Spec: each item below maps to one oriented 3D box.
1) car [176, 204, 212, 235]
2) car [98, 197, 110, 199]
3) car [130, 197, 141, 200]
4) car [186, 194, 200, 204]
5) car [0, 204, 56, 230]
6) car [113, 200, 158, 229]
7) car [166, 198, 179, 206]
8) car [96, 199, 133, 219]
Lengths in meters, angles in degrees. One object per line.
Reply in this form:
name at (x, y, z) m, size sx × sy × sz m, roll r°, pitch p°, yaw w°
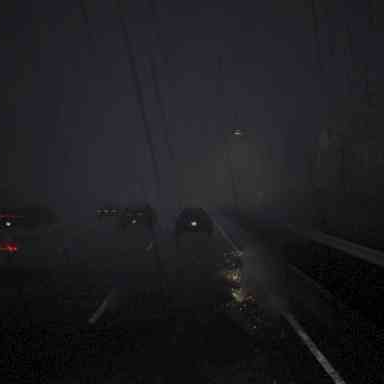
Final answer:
car at (0.103, 1.601, 19.191) m, size 1.994 × 1.385 × 4.181 m, roll 0°, pitch 0°, yaw 0°
car at (-13.893, 1.608, 52.899) m, size 1.837 × 1.490 × 4.892 m, roll 0°, pitch 0°, yaw 0°
car at (-10.393, 1.595, 61.017) m, size 1.882 × 1.535 × 5.008 m, roll 0°, pitch 0°, yaw 0°
car at (0.107, 1.329, 55.972) m, size 2.150 × 2.045 × 5.566 m, roll 0°, pitch 0°, yaw 0°
car at (-10.396, 1.548, 21.332) m, size 1.837 × 1.490 × 4.892 m, roll 0°, pitch 0°, yaw 0°
car at (-3.397, 1.535, 21.968) m, size 2.128 × 1.511 × 4.902 m, roll 0°, pitch 0°, yaw 0°
car at (-3.392, 1.676, 58.016) m, size 1.994 × 1.385 × 4.181 m, roll 0°, pitch 0°, yaw 0°
car at (-6.899, 1.604, 29.286) m, size 2.033 × 1.411 × 5.357 m, roll 0°, pitch 0°, yaw 0°
